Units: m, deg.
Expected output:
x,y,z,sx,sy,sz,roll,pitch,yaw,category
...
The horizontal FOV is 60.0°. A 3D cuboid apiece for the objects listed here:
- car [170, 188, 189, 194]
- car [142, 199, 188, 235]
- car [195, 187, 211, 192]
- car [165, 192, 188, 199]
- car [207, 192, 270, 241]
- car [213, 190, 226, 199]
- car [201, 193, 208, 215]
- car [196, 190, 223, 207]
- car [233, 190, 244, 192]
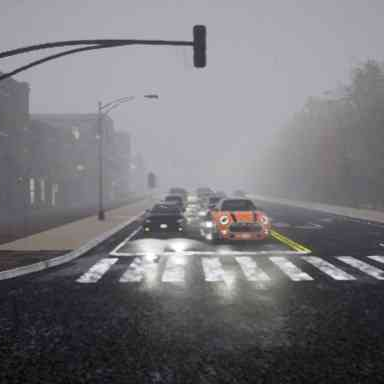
x,y,z,sx,sy,sz,roll,pitch,yaw,category
-1.575,0.528,37.283,2.150,2.045,5.566,0,1,-1,car
-1.257,1.259,16.381,1.994,1.385,4.181,0,1,-1,car
1.605,0.371,44.532,2.150,2.045,5.566,0,1,0,car
-1.422,1.007,26.772,1.837,1.490,4.892,0,1,-1,car
2.015,1.053,14.904,2.097,1.767,4.553,0,1,-1,car
4.678,0.413,57.444,1.812,1.442,4.674,0,1,-1,car
1.874,1.041,23.776,1.837,1.490,4.892,0,1,-1,car
1.718,0.837,34.035,2.128,1.511,4.902,0,1,-1,car
7.929,0.346,57.288,1.882,1.535,5.008,0,1,-1,car
